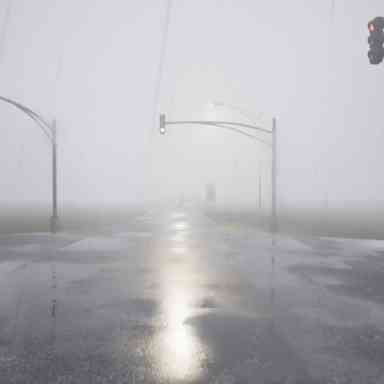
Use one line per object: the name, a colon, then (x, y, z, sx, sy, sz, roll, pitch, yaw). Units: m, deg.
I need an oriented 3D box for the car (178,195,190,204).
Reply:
car: (-1.452, 1.358, 61.391, 2.097, 1.767, 4.553, 0, 0, -3)

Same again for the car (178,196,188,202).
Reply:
car: (-2.027, 1.525, 71.467, 1.895, 1.301, 4.718, 0, 0, -4)

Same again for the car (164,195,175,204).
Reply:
car: (-4.428, 1.366, 65.495, 2.097, 1.767, 4.553, 0, 0, -3)
